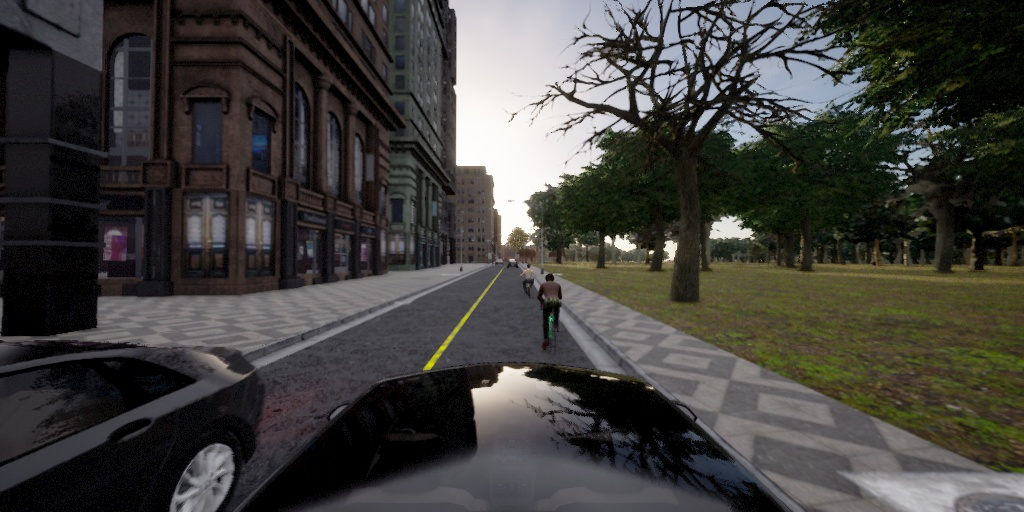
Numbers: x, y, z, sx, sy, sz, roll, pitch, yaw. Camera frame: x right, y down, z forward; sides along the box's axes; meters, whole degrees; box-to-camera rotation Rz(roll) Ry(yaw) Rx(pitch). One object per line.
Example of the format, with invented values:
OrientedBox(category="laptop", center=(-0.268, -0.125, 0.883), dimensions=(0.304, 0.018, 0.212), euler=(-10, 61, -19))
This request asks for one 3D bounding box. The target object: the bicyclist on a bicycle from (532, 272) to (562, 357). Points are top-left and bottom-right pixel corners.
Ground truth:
OrientedBox(category="bicyclist on a bicycle", center=(0.825, 1.205, 7.659), dimensions=(0.582, 1.620, 1.656), euler=(0, 0, 0))

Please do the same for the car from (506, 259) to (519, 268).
OrientedBox(category="car", center=(0.101, 1.386, 64.039), dimensions=(1.812, 1.442, 4.674), euler=(0, 0, 0))

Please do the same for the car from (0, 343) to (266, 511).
OrientedBox(category="car", center=(-3.100, 1.254, 1.186), dimensions=(1.837, 1.490, 4.892), euler=(0, 0, 0))

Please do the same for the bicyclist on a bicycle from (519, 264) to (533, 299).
OrientedBox(category="bicyclist on a bicycle", center=(0.787, 1.196, 17.223), dimensions=(0.866, 1.612, 1.509), euler=(0, 0, 0))
